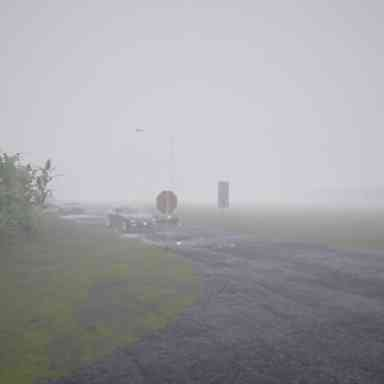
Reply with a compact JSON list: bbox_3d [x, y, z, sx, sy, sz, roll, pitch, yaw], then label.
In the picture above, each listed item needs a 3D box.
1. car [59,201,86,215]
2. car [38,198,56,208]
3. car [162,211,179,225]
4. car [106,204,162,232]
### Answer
[{"bbox_3d":[-12.207,1.610,33.912,1.994,1.385,4.181,0,0,-32],"label":"car"},{"bbox_3d":[-20.846,1.585,47.598,2.033,1.411,5.357,0,0,-33],"label":"car"},{"bbox_3d":[-2.647,1.642,24.229,1.994,1.385,4.181,0,0,-33],"label":"car"},{"bbox_3d":[-3.972,1.560,20.997,1.837,1.490,4.892,0,0,-33],"label":"car"}]
